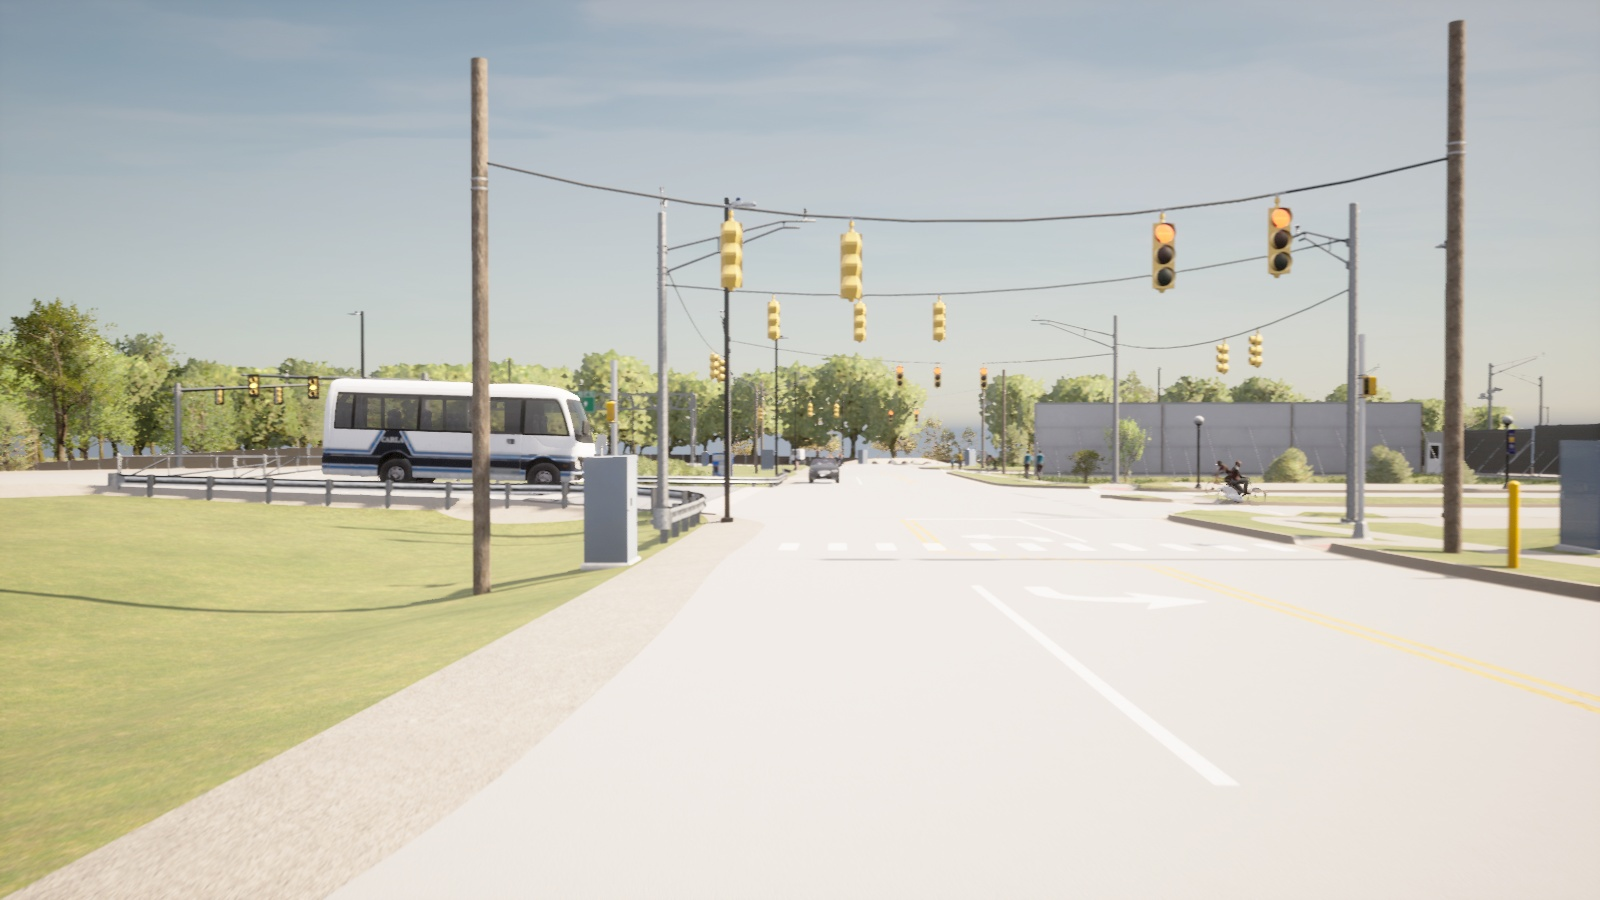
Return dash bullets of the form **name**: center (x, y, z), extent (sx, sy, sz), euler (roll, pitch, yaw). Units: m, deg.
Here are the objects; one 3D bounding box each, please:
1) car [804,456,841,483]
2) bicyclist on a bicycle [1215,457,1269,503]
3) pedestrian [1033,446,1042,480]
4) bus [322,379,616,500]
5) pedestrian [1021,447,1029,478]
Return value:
- **car**: center (1.365, 1.168, 75.538), extent (2.128, 1.511, 4.902), euler (0, 0, 2)
- **bicyclist on a bicycle**: center (17.210, 1.162, 48.923), extent (1.843, 1.776, 0.659), euler (1, 0, 7)
- **pedestrian**: center (13.784, 0.749, 72.820), extent (0.396, 1.930, 0.692), euler (-1, 1, 1)
- **bus**: center (-12.667, -0.379, 48.857), extent (10.273, 4.253, 3.944), euler (1, 0, 2)
- **pedestrian**: center (14.425, 0.806, 80.588), extent (0.396, 1.930, 0.692), euler (0, 1, 2)
